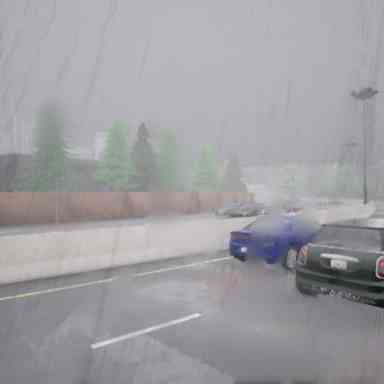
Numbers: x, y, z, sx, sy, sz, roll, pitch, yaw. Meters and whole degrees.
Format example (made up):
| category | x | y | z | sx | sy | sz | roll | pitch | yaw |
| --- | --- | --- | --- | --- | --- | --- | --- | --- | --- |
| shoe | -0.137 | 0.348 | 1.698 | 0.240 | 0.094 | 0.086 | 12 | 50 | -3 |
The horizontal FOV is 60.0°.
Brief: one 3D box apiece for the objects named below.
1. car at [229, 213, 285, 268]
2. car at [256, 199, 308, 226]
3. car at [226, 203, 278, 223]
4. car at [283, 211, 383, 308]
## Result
| category | x | y | z | sx | sy | sz | roll | pitch | yaw |
| --- | --- | --- | --- | --- | --- | --- | --- | --- | --- |
| car | 3.400 | 1.539 | 11.411 | 5.008 | 1.535 | 1.882 | 0 | 0 | -42 |
| car | 6.996 | 1.488 | 25.418 | 2.097 | 1.767 | 4.553 | -1 | -1 | 40 |
| car | 5.275 | 1.726 | 28.686 | 2.033 | 1.411 | 5.357 | -1 | -1 | 40 |
| car | 4.384 | 1.374 | 7.670 | 4.553 | 1.767 | 2.097 | 0 | -1 | -41 |
